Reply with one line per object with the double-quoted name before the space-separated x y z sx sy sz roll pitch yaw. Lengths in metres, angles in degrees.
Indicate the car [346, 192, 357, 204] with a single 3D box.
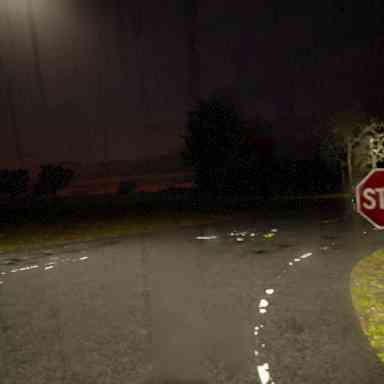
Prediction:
"car" 21.020 0.690 41.975 1.837 1.490 4.892 -5 -1 42
